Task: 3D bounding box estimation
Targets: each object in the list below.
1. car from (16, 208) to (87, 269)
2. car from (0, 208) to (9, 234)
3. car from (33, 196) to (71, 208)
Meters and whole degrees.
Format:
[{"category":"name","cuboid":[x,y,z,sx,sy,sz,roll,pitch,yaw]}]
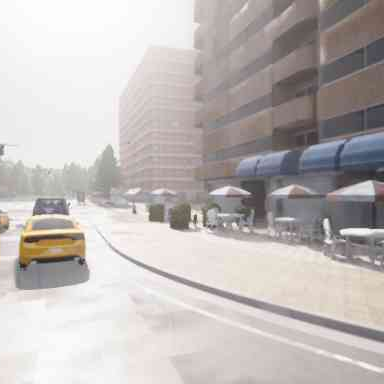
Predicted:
[{"category":"car","cuboid":[-4.964,1.527,11.614,1.882,1.535,5.008,0,0,-27]},{"category":"car","cuboid":[-11.910,1.559,19.237,1.882,1.535,5.008,0,0,-22]},{"category":"car","cuboid":[-9.699,1.319,23.073,2.150,2.045,5.566,0,0,-19]}]
